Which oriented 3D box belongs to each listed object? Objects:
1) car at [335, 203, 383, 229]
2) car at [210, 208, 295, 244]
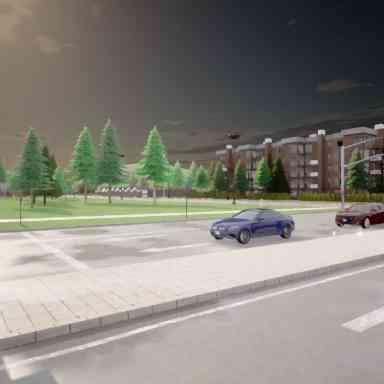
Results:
[{"bbox_3d":[11.445,1.478,21.925,5.008,1.535,1.882,0,0,-35],"label":"car"},{"bbox_3d":[3.004,1.526,15.935,4.674,1.442,1.812,0,0,-36],"label":"car"}]
